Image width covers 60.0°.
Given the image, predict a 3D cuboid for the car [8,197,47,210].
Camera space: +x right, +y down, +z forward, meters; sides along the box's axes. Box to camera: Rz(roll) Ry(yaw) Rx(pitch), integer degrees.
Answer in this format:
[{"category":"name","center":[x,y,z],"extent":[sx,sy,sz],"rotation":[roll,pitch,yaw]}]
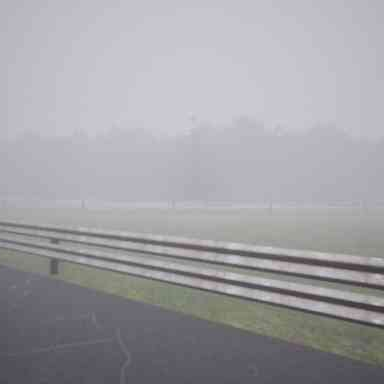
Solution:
[{"category":"car","center":[-21.668,1.477,43.654],"extent":[5.366,1.575,1.801],"rotation":[0,0,15]}]
